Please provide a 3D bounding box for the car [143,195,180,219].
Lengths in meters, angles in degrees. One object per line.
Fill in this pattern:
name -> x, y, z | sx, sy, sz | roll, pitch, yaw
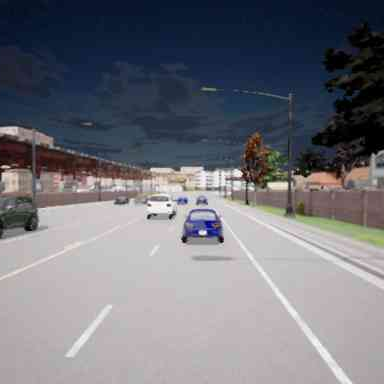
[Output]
car -> -2.596, 1.236, 29.490 | 2.150, 2.045, 5.566 | 0, 0, 2

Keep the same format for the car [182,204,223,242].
car -> 0.520, 1.534, 16.234 | 1.812, 1.442, 4.674 | 0, 0, 2

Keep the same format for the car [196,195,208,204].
car -> 1.838, 1.385, 61.641 | 2.097, 1.767, 4.553 | 0, 0, 2

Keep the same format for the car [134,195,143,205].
car -> -8.868, 1.382, 58.585 | 2.097, 1.767, 4.553 | 0, 0, 2

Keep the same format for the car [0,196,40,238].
car -> -10.031, 1.229, 17.210 | 2.150, 2.045, 5.566 | 0, 0, 2

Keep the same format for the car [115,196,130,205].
car -> -12.330, 1.506, 59.146 | 1.882, 1.535, 5.008 | 0, -1, -1

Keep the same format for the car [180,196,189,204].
car -> -1.660, 1.509, 61.712 | 1.882, 1.535, 5.008 | 0, 0, 2
